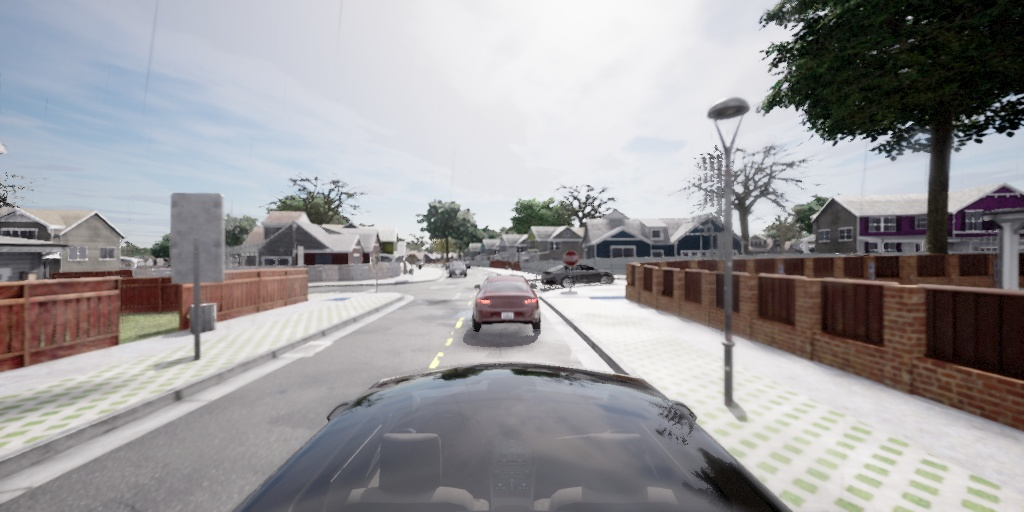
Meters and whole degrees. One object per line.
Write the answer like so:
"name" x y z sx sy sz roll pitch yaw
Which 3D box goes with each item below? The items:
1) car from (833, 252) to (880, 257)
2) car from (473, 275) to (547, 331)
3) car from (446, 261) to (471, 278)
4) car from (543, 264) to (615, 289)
"car" 23.293 0.631 24.991 4.553 1.767 2.097 -1 0 7
"car" -0.189 1.307 11.066 1.812 1.442 4.674 0 0 -2
"car" -5.734 1.462 38.181 2.128 1.511 4.902 0 0 -9
"car" 4.239 1.229 22.809 4.892 1.490 1.837 -2 -3 -23
